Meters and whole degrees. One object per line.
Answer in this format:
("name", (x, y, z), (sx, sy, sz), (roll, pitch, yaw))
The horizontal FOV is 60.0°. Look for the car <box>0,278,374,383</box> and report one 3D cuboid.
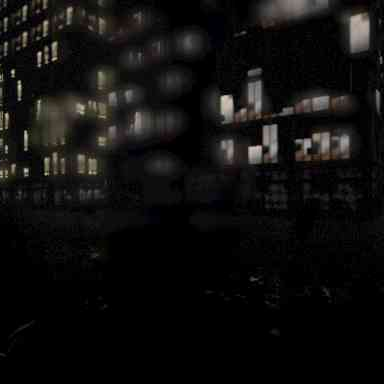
("car", (-0.588, 1.590, 3.293), (4.313, 1.339, 1.947), (-1, 0, 36))
